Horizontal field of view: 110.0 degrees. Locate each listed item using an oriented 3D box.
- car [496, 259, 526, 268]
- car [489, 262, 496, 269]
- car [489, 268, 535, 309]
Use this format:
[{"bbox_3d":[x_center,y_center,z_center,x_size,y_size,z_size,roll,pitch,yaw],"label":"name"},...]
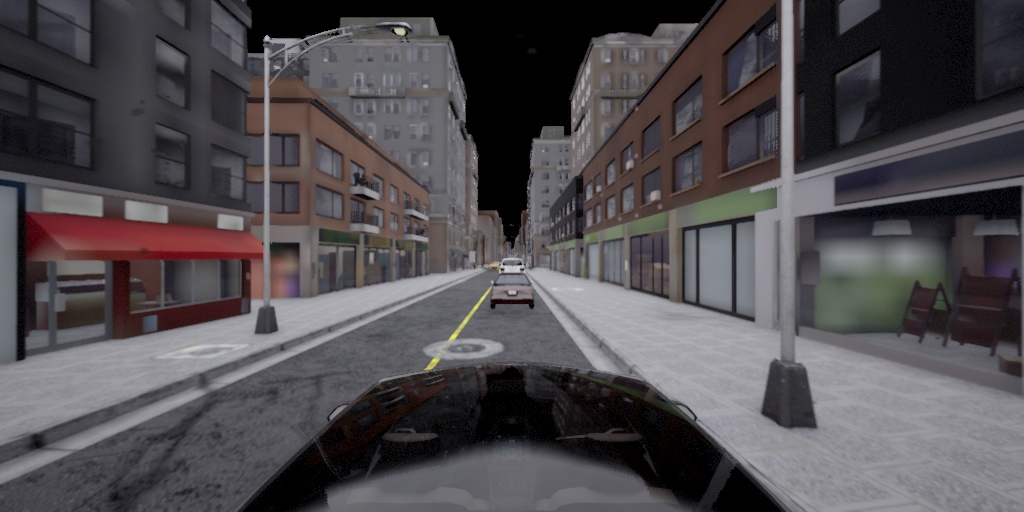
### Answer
[{"bbox_3d":[0.029,1.239,30.880,2.150,2.045,5.566,0,0,0],"label":"car"},{"bbox_3d":[-2.947,1.774,62.115,1.882,1.535,5.008,0,-1,0],"label":"car"},{"bbox_3d":[0.014,1.430,15.838,2.033,1.411,5.357,0,-1,0],"label":"car"}]
